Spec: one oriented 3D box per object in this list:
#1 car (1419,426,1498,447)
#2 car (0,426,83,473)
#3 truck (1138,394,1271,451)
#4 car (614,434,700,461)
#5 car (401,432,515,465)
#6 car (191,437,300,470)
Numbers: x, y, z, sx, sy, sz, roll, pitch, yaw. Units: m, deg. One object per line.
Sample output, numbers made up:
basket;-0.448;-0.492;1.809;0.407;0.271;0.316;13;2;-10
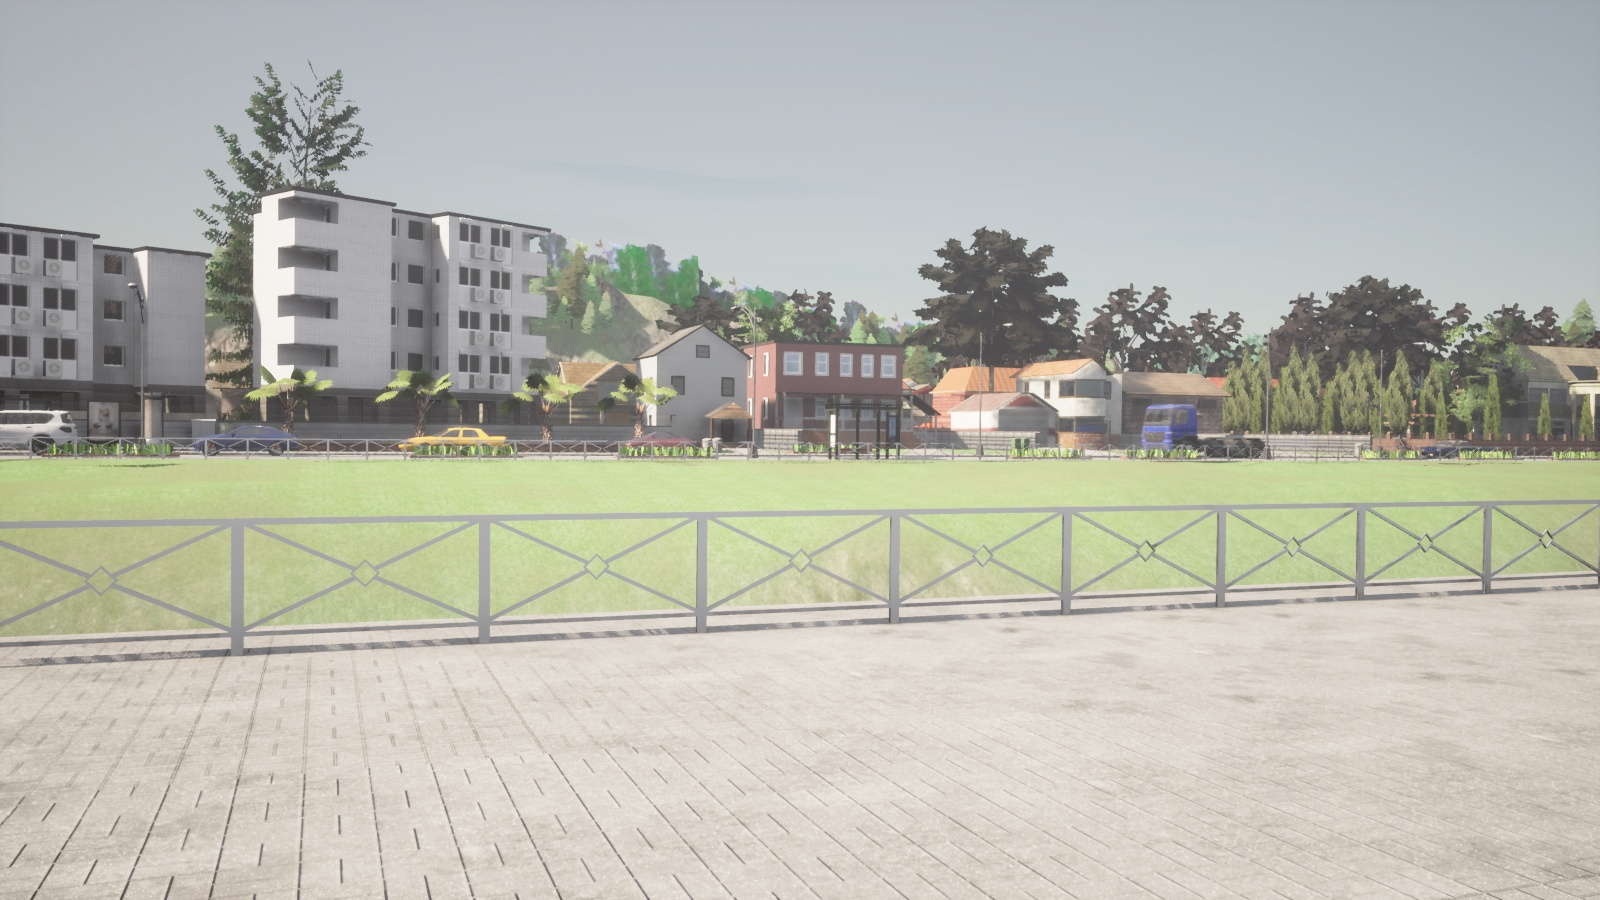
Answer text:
car;42.878;-0.895;81.784;4.718;1.301;1.895;-1;1;-21
car;-35.514;-0.015;56.302;5.566;2.045;2.150;-1;1;-21
truck;25.629;-1.754;79.502;7.936;3.462;2.891;-1;1;-21
car;-7.605;-0.144;66.892;4.181;1.385;1.994;-1;1;-20
car;-17.203;-0.105;63.255;5.366;1.575;1.801;-1;1;-21
car;-26.325;0.136;59.792;4.674;1.442;1.812;-1;1;-21
